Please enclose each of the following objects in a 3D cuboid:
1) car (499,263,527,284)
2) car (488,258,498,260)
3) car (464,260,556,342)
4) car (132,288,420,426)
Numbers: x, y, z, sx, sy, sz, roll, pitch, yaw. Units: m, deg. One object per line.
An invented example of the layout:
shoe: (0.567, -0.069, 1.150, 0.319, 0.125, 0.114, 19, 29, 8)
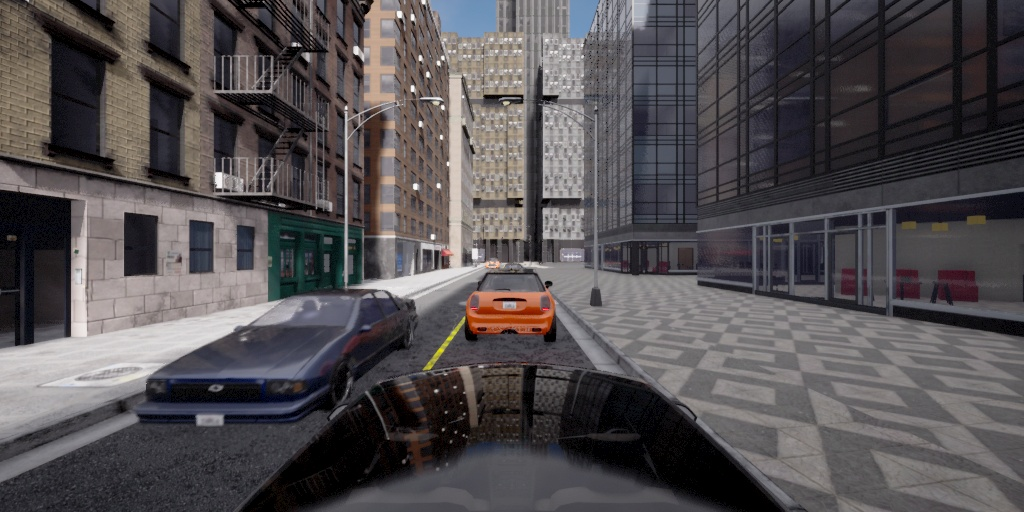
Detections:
car: (0.086, 1.297, 28.672, 2.033, 1.411, 5.357, 0, 0, 0)
car: (-3.041, 1.113, 56.665, 2.097, 1.767, 4.553, 0, 0, 0)
car: (0.064, 1.102, 9.988, 2.097, 1.767, 4.553, 0, 0, 3)
car: (-3.100, 1.297, 6.340, 2.033, 1.411, 5.357, 0, 0, 0)
